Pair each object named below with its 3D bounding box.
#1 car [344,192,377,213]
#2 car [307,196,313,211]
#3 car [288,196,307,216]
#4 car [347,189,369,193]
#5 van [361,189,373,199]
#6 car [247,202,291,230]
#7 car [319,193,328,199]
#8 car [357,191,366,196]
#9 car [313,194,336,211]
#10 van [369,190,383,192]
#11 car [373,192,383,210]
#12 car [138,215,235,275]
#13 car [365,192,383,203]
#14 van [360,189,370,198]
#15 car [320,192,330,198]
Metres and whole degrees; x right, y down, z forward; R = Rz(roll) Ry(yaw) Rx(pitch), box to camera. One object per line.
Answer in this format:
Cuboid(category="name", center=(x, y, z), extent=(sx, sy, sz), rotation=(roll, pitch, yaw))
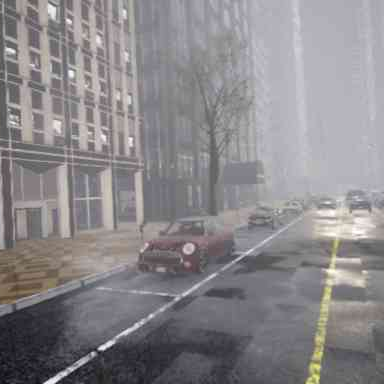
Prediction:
Cuboid(category="car", center=(15.472, 1.105, 30.764), extent=(2.128, 1.511, 4.902), rotation=(-3, -1, 25))
Cuboid(category="car", center=(11.872, 1.291, 36.748), extent=(1.967, 1.590, 4.097), rotation=(-3, -1, 25))
Cuboid(category="car", center=(9.423, 1.436, 31.414), extent=(1.752, 1.417, 4.829), rotation=(-3, -1, 25))
Cuboid(category="car", center=(19.817, 0.731, 40.431), extent=(2.150, 2.045, 5.566), rotation=(-3, 0, 25))
Cuboid(category="van", center=(33.758, 0.419, 64.302), extent=(1.690, 1.788, 3.998), rotation=(-3, -1, 25))
Cuboid(category="car", center=(4.731, 1.571, 21.216), extent=(2.008, 1.369, 4.403), rotation=(-3, -1, 25))
Cuboid(category="car", center=(30.931, 0.933, 78.158), extent=(1.802, 1.307, 4.206), rotation=(-3, -1, 25))
Cuboid(category="car", center=(43.295, 0.382, 85.008), extent=(1.947, 1.339, 4.313), rotation=(-3, -1, 25))
Cuboid(category="car", center=(14.996, 1.253, 37.145), extent=(2.033, 1.411, 5.357), rotation=(-3, -1, 25))
Cuboid(category="van", center=(24.233, 0.670, 43.597), extent=(1.690, 1.788, 3.998), rotation=(-3, -1, 25))
Cuboid(category="car", center=(19.480, 0.999, 33.242), extent=(2.008, 1.369, 4.403), rotation=(-3, -1, 25))
Cuboid(category="car", center=(-0.038, 1.569, 10.864), extent=(1.967, 1.590, 4.097), rotation=(-3, -1, 25))
Cuboid(category="car", center=(26.624, 0.811, 48.771), extent=(1.887, 1.381, 4.507), rotation=(-3, -1, 25))
Cuboid(category="van", center=(36.140, 0.355, 69.480), extent=(1.690, 1.788, 3.998), rotation=(-3, -1, 25))
Cuboid(category="car", center=(33.310, 0.836, 83.333), extent=(2.008, 1.369, 4.403), rotation=(-3, -1, 25))
